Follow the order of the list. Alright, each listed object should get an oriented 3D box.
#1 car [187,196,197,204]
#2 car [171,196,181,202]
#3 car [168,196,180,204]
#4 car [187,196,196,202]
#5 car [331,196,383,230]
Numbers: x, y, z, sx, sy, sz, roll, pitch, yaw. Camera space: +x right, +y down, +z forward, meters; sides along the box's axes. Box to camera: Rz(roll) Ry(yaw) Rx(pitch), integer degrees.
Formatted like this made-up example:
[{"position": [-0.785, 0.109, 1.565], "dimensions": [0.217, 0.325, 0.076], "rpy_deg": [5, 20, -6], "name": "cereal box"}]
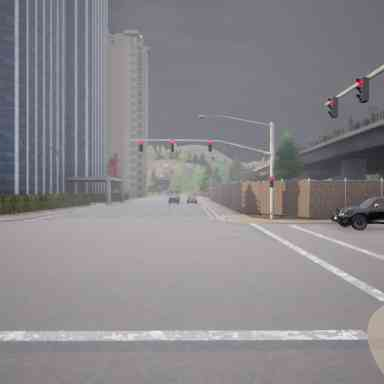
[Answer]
[{"position": [0.014, 1.564, 64.636], "dimensions": [1.994, 1.385, 4.181], "rpy_deg": [0, 0, 0], "name": "car"}, {"position": [-3.598, 1.540, 74.457], "dimensions": [2.033, 1.411, 5.357], "rpy_deg": [0, 0, 0], "name": "car"}, {"position": [-3.488, 1.478, 64.240], "dimensions": [1.882, 1.535, 5.008], "rpy_deg": [0, 0, 0], "name": "car"}, {"position": [-0.099, 1.595, 74.598], "dimensions": [1.895, 1.301, 4.718], "rpy_deg": [0, 0, 0], "name": "car"}, {"position": [11.817, 1.277, 20.970], "dimensions": [5.566, 2.045, 2.150], "rpy_deg": [0, 0, 0], "name": "car"}]
